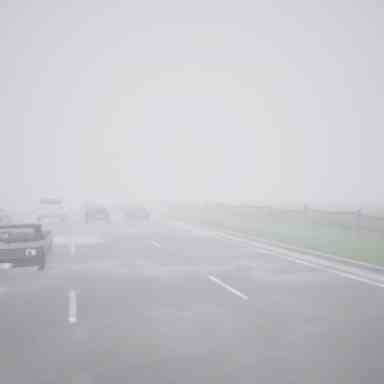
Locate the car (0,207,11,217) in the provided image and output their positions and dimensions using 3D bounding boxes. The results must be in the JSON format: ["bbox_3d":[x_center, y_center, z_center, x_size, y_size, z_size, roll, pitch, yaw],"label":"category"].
[{"bbox_3d":[-13.581,1.729,22.515,1.882,1.535,5.008,0,0,-20],"label":"car"}]

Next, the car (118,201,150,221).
[{"bbox_3d":[-5.117,1.785,30.026,1.994,1.385,4.181,0,0,-21],"label":"car"}]

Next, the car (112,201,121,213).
[{"bbox_3d":[-9.195,1.816,41.333,2.128,1.511,4.902,0,0,-20],"label":"car"}]

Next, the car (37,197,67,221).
[{"bbox_3d":[-12.485,1.506,29.795,2.150,2.045,5.566,0,0,-20],"label":"car"}]

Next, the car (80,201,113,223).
[{"bbox_3d":[-8.058,1.712,27.836,1.882,1.535,5.008,0,0,-20],"label":"car"}]

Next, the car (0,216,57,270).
[{"bbox_3d":[-5.735,1.715,11.048,1.895,1.301,4.718,0,0,-20],"label":"car"}]
